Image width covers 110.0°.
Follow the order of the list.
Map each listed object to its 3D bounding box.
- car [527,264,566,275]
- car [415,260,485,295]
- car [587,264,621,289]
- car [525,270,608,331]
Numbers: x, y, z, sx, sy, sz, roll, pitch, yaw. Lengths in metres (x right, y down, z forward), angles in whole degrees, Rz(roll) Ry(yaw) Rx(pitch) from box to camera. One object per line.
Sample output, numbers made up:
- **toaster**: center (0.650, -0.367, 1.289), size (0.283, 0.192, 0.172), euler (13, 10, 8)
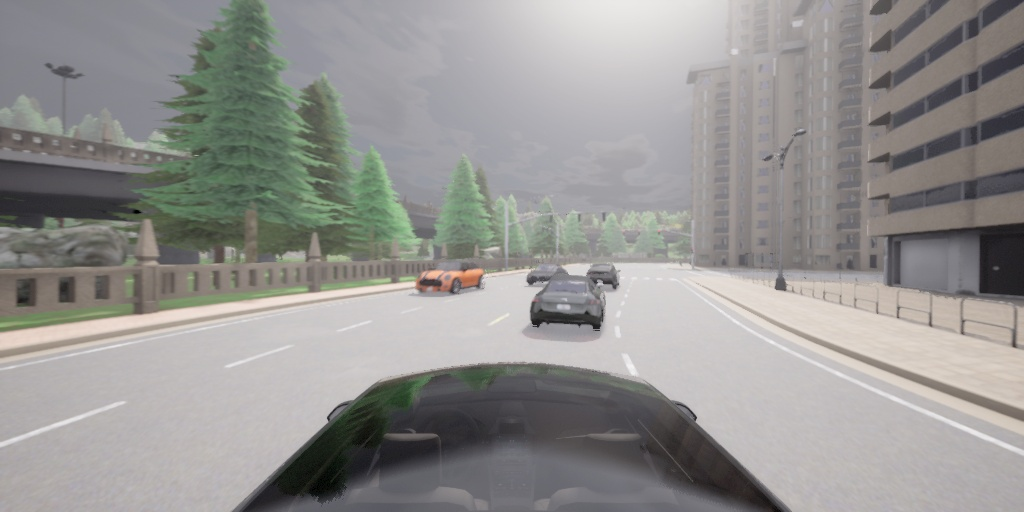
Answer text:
- **car**: center (2.549, 1.248, 24.805), size (2.033, 1.411, 5.357), euler (1, 0, 21)
- **car**: center (-3.194, 1.011, 19.276), size (2.097, 1.767, 4.553), euler (1, 0, 20)
- **car**: center (5.873, 1.244, 23.132), size (1.837, 1.490, 4.892), euler (1, 0, 19)
- **car**: center (1.865, 1.300, 11.228), size (1.994, 1.385, 4.181), euler (1, 0, 15)
